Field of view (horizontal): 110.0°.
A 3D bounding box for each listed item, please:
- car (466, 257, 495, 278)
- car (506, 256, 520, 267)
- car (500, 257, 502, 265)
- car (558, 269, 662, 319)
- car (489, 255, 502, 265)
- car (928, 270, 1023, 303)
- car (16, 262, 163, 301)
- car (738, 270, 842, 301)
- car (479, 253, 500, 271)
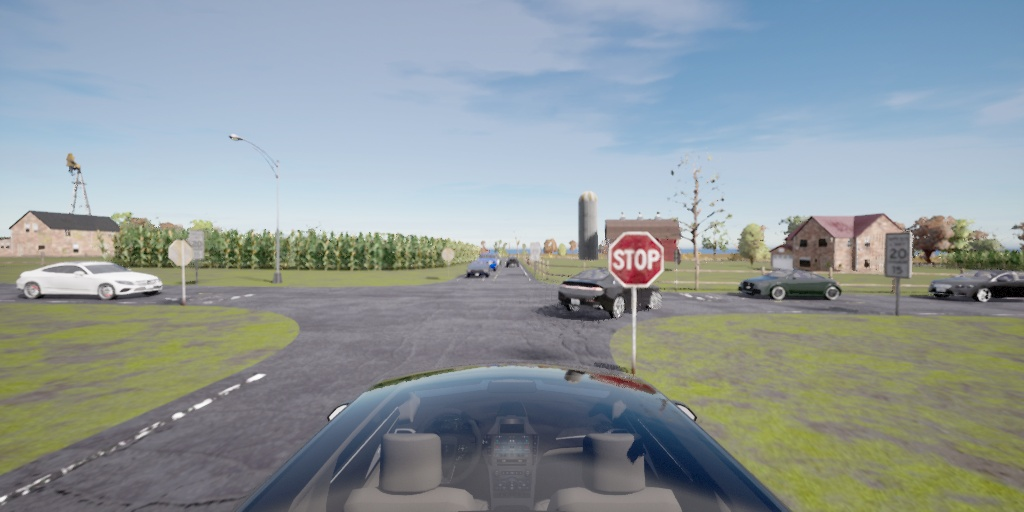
[{"bbox_3d":[-2.825,1.069,31.152,2.033,1.411,5.357,0,0,-1],"label":"car"},{"bbox_3d":[0.101,0.861,54.670,1.837,1.490,4.892,0,0,0],"label":"car"},{"bbox_3d":[-2.831,0.904,51.494,1.812,1.442,4.674,0,0,0],"label":"car"},{"bbox_3d":[3.602,1.205,12.658,2.128,1.511,4.902,2,0,43],"label":"car"},{"bbox_3d":[-2.770,0.666,61.397,2.097,1.767,4.553,0,0,0],"label":"car"},{"bbox_3d":[23.674,1.447,17.745,4.902,1.511,2.128,1,1,0],"label":"car"},{"bbox_3d":[-17.139,0.959,14.646,4.674,1.442,1.812,1,1,0],"label":"car"},{"bbox_3d":[13.629,1.381,17.717,4.181,1.385,1.994,1,1,-1],"label":"car"},{"bbox_3d":[-2.843,0.670,41.331,2.150,2.045,5.566,0,0,0],"label":"car"}]
